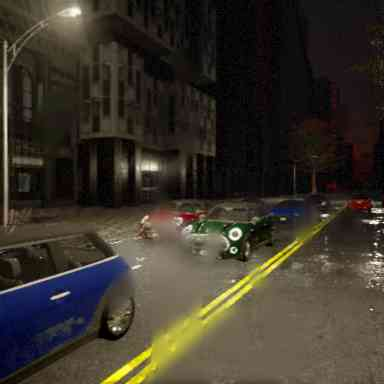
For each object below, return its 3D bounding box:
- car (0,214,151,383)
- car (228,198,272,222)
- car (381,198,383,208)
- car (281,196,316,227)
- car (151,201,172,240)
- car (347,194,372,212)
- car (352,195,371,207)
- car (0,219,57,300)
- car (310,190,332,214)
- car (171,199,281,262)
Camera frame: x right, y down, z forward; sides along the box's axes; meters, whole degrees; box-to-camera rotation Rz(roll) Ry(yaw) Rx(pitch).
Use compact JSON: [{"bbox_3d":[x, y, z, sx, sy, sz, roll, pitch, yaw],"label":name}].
[{"bbox_3d":[-2.680,1.280,3.897,2.097,1.767,4.553,1,1,27],"label":"car"},{"bbox_3d":[4.296,1.224,24.043,1.812,1.442,4.674,1,1,28],"label":"car"},{"bbox_3d":[23.887,1.092,39.955,2.128,1.511,4.902,1,1,28],"label":"car"},{"bbox_3d":[6.310,1.229,20.912,1.882,1.535,5.008,1,1,28],"label":"car"},{"bbox_3d":[-0.389,1.142,15.216,2.097,1.767,4.553,1,1,28],"label":"car"},{"bbox_3d":[16.796,0.997,33.350,2.097,1.767,4.553,1,1,28],"label":"car"},{"bbox_3d":[21.939,1.095,43.060,2.033,1.411,5.357,1,1,28],"label":"car"},{"bbox_3d":[-5.035,1.445,6.449,1.994,1.385,4.181,1,1,28],"label":"car"},{"bbox_3d":[11.673,1.002,30.933,2.097,1.767,4.553,1,1,28],"label":"car"},{"bbox_3d":[1.443,1.199,11.729,2.097,1.767,4.553,1,1,28],"label":"car"}]
